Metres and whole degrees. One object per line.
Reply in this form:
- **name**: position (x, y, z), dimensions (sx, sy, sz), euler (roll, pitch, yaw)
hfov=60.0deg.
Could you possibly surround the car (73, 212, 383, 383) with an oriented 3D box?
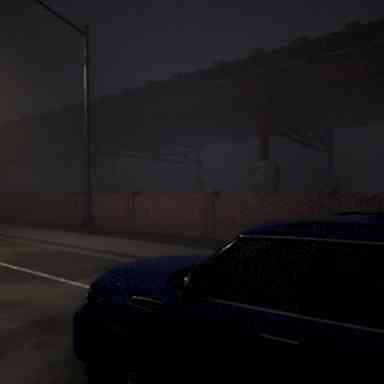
- **car**: position (1.283, 1.219, 3.077), dimensions (5.566, 2.045, 2.150), euler (0, 0, 36)
